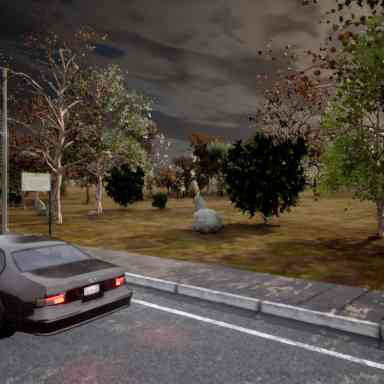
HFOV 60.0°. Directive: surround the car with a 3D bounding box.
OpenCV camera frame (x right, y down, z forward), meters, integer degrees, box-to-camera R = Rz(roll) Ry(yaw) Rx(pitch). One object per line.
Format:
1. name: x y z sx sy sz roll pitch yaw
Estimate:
1. car: -3.580 1.547 6.557 5.357 1.411 2.033 0 0 36
